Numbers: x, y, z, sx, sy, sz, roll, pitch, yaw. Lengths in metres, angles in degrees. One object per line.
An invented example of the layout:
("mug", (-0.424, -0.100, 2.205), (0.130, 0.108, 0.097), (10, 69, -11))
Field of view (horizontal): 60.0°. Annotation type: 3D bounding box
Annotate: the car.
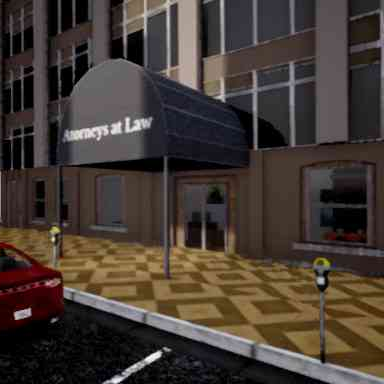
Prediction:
("car", (-4.101, 1.508, 5.811), (4.507, 1.381, 1.887), (0, 0, 36))
